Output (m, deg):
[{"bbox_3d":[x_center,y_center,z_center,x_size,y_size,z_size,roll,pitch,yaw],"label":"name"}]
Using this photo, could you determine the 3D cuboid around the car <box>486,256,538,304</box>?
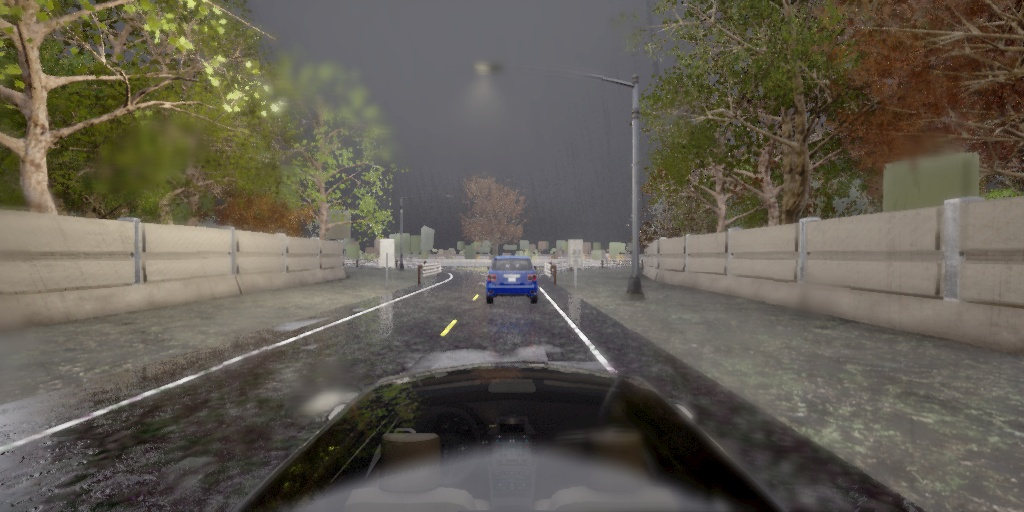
[{"bbox_3d":[0.000,1.010,16.539,2.150,2.045,5.566,0,0,0],"label":"car"}]
